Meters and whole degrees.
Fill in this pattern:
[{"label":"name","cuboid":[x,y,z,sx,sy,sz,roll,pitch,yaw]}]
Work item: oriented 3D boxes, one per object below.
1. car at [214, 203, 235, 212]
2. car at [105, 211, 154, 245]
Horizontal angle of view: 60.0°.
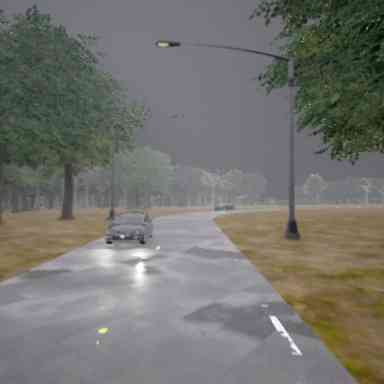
[{"label":"car","cuboid":[5.743,2.603,58.388,1.882,1.535,5.008,-2,-2,36]},{"label":"car","cuboid":[-3.079,1.774,17.178,1.837,1.490,4.892,0,-1,0]}]
